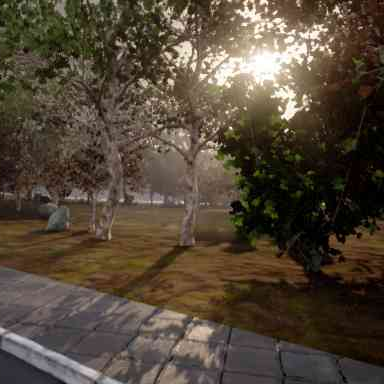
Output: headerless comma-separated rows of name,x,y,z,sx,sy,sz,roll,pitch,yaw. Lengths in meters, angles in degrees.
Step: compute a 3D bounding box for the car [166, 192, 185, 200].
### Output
car,-4.890,1.130,94.733,2.435,2.045,5.566,6,1,41
